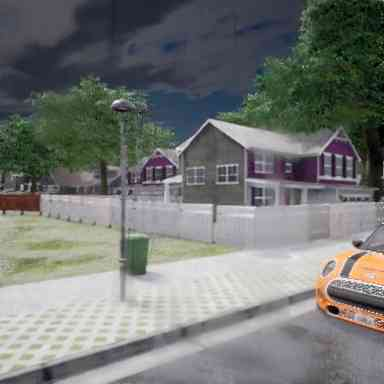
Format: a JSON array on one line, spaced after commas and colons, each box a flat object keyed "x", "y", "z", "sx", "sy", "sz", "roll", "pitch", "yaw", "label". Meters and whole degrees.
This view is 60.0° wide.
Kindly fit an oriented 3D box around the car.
[{"x": 4.422, "y": 1.374, "z": 6.487, "sx": 4.553, "sy": 1.767, "sz": 2.097, "roll": 0, "pitch": 0, "yaw": -38, "label": "car"}]
